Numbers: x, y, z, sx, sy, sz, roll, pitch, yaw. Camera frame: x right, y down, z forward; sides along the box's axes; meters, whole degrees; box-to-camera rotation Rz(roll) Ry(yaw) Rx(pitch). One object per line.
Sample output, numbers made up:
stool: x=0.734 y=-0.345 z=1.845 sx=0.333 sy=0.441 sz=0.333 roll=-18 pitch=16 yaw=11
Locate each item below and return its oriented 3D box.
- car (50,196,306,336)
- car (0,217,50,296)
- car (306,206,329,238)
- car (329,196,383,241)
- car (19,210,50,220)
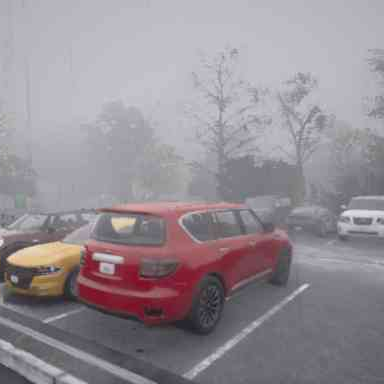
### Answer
car: x=0.296 y=1.211 z=7.058 sx=2.435 sy=2.045 sz=5.566 roll=0 pitch=0 yaw=35
car: x=-2.108 y=1.475 z=8.710 sx=2.097 sy=1.535 sz=5.008 roll=0 pitch=0 yaw=35
car: x=6.394 y=1.470 z=17.722 sx=2.231 sy=1.521 sz=4.892 roll=0 pitch=0 yaw=35
car: x=8.670 y=1.210 z=16.103 sx=2.435 sy=2.045 sz=5.566 roll=0 pitch=0 yaw=35
car: x=-4.581 y=1.362 z=10.472 sx=2.185 sy=1.767 sz=4.553 roll=0 pitch=0 yaw=35
